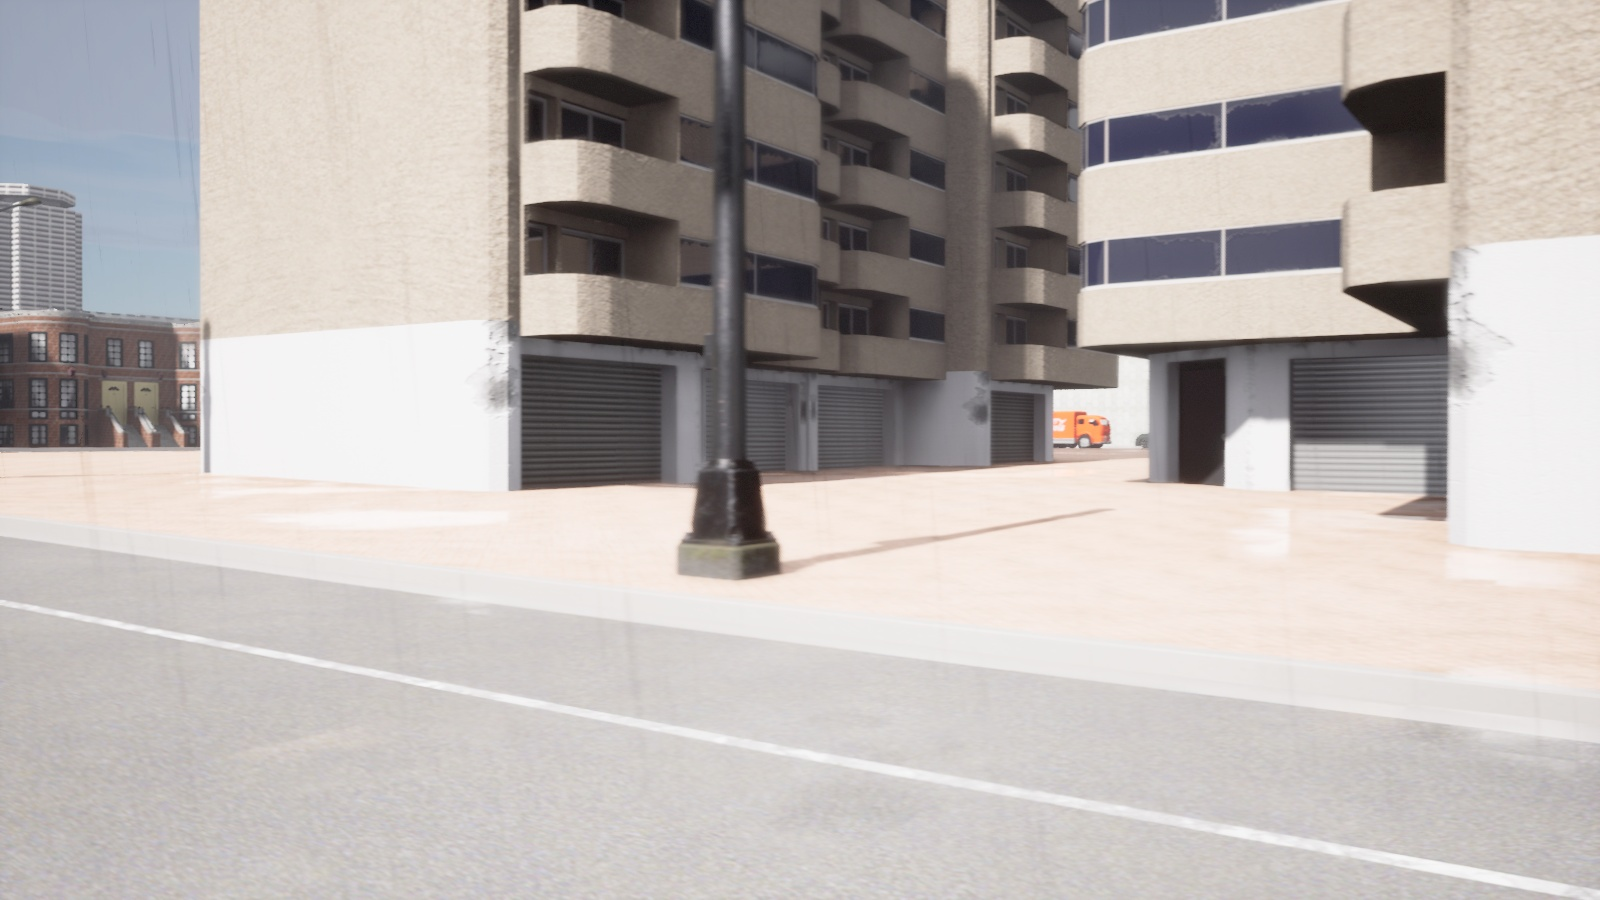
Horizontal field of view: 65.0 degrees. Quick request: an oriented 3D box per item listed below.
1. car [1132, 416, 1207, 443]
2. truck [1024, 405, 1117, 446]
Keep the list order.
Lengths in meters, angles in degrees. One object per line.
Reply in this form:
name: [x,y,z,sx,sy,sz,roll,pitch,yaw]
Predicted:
car: [25.645,-1.417,87.300,4.553,1.767,2.097,-1,1,35]
truck: [17.280,-1.563,80.345,5.204,2.467,2.627,-1,1,35]
